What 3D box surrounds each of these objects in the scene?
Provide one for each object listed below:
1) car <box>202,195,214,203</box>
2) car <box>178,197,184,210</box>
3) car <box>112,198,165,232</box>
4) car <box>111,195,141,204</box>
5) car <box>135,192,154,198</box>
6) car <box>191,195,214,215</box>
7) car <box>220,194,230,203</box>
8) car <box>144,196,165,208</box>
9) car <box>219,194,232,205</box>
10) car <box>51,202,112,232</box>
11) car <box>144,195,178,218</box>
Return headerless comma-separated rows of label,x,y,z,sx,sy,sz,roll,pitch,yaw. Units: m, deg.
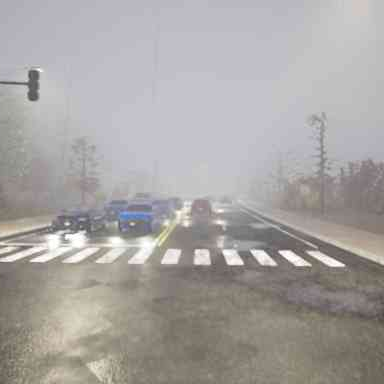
car,3.010,1.289,62.593,1.994,1.385,4.181,1,0,5
car,-2.083,1.292,39.439,1.882,1.535,5.008,1,0,4
car,-3.002,1.368,19.712,1.882,1.535,5.008,1,0,2
car,-5.959,1.309,27.800,1.882,1.535,5.008,1,0,2
car,-5.443,1.014,37.696,2.150,2.045,5.566,1,0,3
car,0.916,1.354,32.039,1.882,1.535,5.008,1,0,3
car,6.436,1.243,65.480,1.837,1.490,4.892,1,0,6
car,-5.009,1.323,45.057,1.994,1.385,4.181,1,0,4
car,5.566,1.398,55.055,1.895,1.301,4.718,1,0,5
car,-6.265,1.427,18.911,1.994,1.385,4.181,1,0,2
car,-2.646,1.334,29.195,1.882,1.535,5.008,1,0,3
